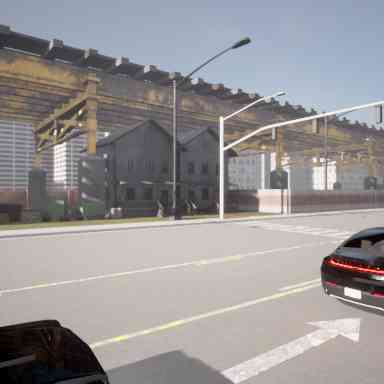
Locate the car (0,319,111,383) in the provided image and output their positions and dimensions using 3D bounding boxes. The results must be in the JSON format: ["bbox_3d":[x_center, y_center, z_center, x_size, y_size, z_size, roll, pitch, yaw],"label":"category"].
[{"bbox_3d":[-2.769,1.601,1.774,4.718,1.301,1.895,0,0,-35],"label":"car"}]

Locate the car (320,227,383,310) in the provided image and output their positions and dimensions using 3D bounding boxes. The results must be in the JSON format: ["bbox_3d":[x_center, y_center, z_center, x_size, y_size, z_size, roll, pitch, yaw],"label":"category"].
[{"bbox_3d":[4.764,1.505,7.162,4.892,1.490,1.837,0,0,-35],"label":"car"}]
